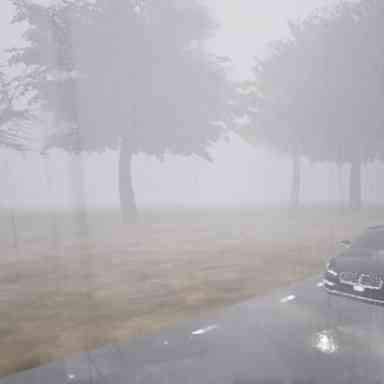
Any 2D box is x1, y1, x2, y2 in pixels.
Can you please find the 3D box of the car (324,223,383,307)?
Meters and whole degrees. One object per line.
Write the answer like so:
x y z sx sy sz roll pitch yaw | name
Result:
4.851 1.502 7.668 4.892 1.490 1.837 0 0 -42 | car
